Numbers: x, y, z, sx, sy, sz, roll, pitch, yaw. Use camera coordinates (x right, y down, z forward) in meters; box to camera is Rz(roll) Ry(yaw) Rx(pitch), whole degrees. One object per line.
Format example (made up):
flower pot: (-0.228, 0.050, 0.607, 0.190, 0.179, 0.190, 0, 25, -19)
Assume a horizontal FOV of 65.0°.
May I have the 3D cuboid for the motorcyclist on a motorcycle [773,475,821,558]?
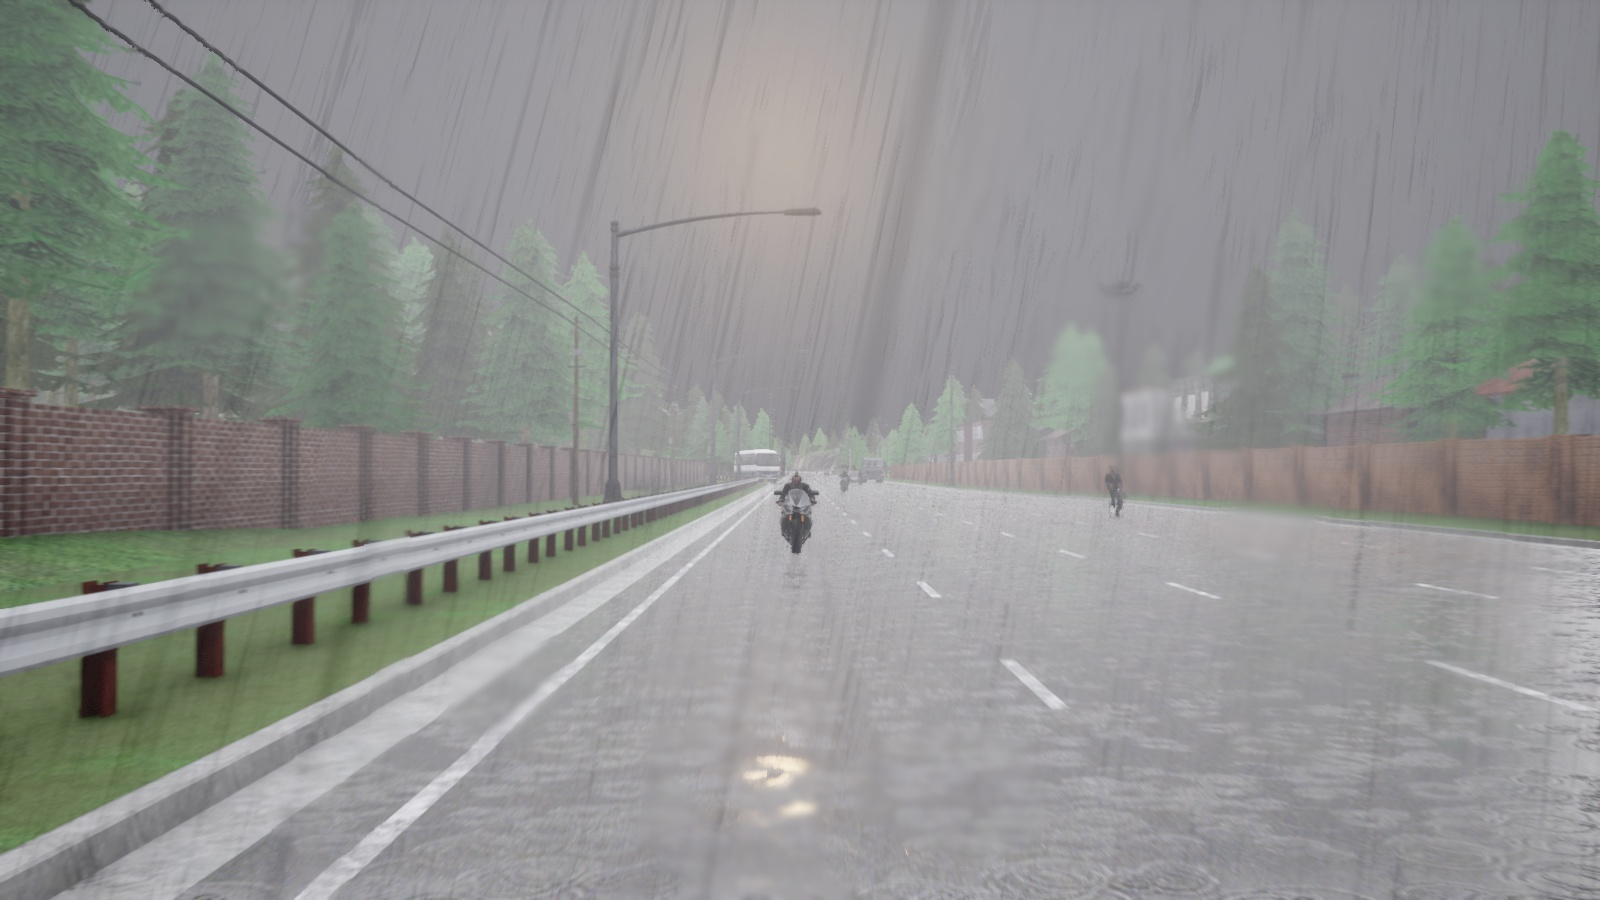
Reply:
motorcyclist on a motorcycle: (-0.059, 1.256, 24.336, 0.866, 1.530, 2.191, 0, -1, 0)
